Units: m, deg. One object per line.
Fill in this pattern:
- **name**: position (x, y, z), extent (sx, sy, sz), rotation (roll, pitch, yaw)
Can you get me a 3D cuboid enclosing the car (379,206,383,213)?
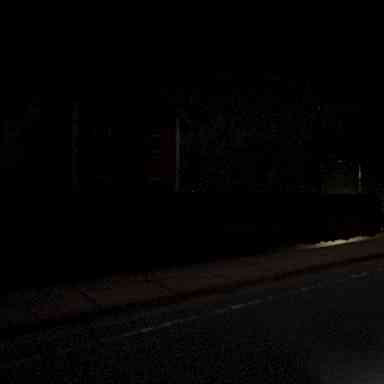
- **car**: position (14.205, 1.757, 23.157), extent (2.128, 1.511, 4.902), rotation (1, 0, -35)
